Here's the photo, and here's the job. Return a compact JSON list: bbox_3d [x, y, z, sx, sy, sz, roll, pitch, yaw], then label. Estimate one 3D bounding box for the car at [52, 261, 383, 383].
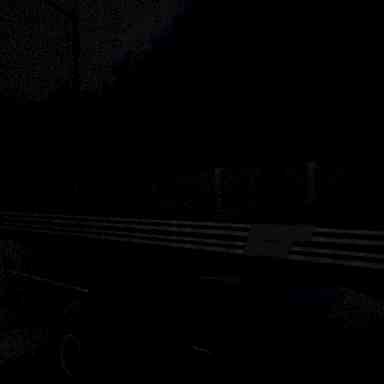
[{"bbox_3d":[0.385,1.542,3.721,4.674,1.442,1.812,-1,0,36],"label":"car"}]
